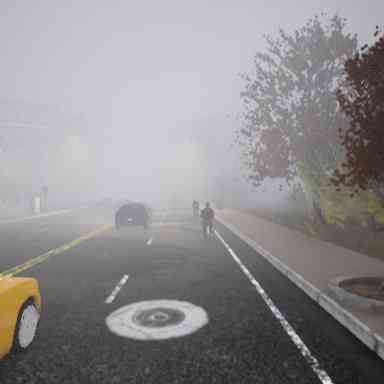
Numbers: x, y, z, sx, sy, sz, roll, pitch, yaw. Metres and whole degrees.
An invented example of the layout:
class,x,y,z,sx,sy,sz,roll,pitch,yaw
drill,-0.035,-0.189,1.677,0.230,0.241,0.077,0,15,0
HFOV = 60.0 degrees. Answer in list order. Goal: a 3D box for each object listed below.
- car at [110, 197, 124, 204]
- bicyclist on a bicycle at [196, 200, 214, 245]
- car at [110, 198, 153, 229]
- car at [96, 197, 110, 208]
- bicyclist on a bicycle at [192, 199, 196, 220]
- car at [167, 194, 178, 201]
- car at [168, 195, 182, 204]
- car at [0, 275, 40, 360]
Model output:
class,x,y,z,sx,sy,sz,roll,pitch,yaw
car,-7.896,1.433,38.693,1.994,1.385,4.181,0,0,-3
bicyclist on a bicycle,0.648,1.322,14.345,0.659,1.776,1.843,0,0,-1
car,-3.618,1.407,21.270,1.882,1.535,5.008,0,0,-2
car,-11.454,1.397,44.449,2.033,1.411,5.357,0,0,-4
bicyclist on a bicycle,0.271,1.367,25.388,0.582,1.620,1.656,0,0,-2
car,-4.393,1.268,74.229,2.033,1.411,5.357,0,0,-7
car,-2.743,1.353,58.767,1.994,1.385,4.181,0,0,-5
car,-3.193,1.467,3.027,1.882,1.535,5.008,0,0,-1
